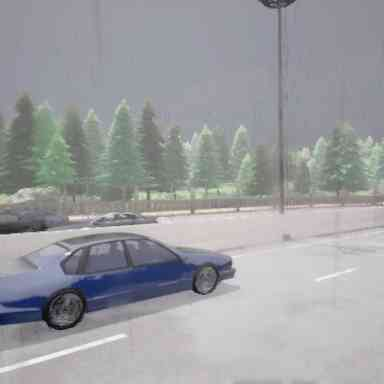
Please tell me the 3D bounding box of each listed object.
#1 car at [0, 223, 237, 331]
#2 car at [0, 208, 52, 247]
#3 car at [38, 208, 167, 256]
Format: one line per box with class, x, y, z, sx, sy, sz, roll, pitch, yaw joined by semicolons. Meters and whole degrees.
car;-1.546;1.578;6.978;5.357;1.411;2.033;-1;0;-37
car;-9.087;1.599;14.701;5.008;1.535;1.882;-1;0;-37
car;-3.735;1.556;14.326;4.902;1.511;2.128;-1;0;-37
